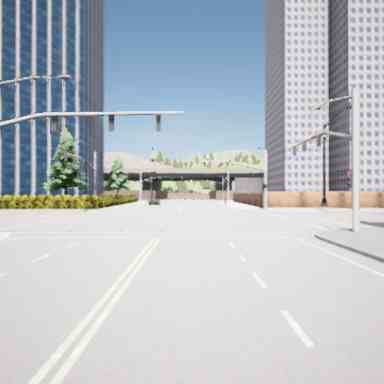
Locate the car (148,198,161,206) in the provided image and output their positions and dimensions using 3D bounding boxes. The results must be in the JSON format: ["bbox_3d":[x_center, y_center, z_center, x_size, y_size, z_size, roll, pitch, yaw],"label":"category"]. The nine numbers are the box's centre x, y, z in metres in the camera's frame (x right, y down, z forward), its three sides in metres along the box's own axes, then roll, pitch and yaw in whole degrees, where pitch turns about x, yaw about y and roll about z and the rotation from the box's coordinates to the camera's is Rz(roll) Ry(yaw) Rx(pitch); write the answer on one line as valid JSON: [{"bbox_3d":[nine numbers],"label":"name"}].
[{"bbox_3d":[-7.039,1.858,62.709,1.994,1.385,4.181,0,0,1],"label":"car"}]
